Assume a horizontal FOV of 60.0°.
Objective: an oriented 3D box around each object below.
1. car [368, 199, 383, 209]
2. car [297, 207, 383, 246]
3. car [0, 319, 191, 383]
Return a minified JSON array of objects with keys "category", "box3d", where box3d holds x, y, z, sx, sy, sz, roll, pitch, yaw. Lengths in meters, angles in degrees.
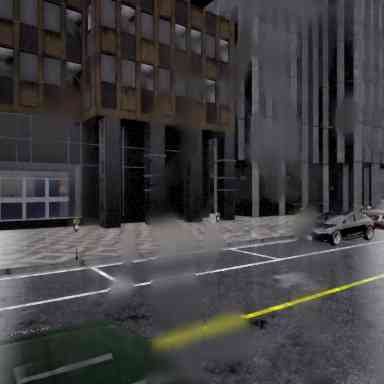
[{"category":"car","box3d":[11.275,1.314,18.559,5.009,1.841,2.192,0,0,-35]},{"category":"car","box3d":[6.687,1.565,15.285,4.313,1.339,1.947,0,0,-35]},{"category":"car","box3d":[-2.153,1.601,1.786,4.718,1.301,1.895,0,0,-35]}]
